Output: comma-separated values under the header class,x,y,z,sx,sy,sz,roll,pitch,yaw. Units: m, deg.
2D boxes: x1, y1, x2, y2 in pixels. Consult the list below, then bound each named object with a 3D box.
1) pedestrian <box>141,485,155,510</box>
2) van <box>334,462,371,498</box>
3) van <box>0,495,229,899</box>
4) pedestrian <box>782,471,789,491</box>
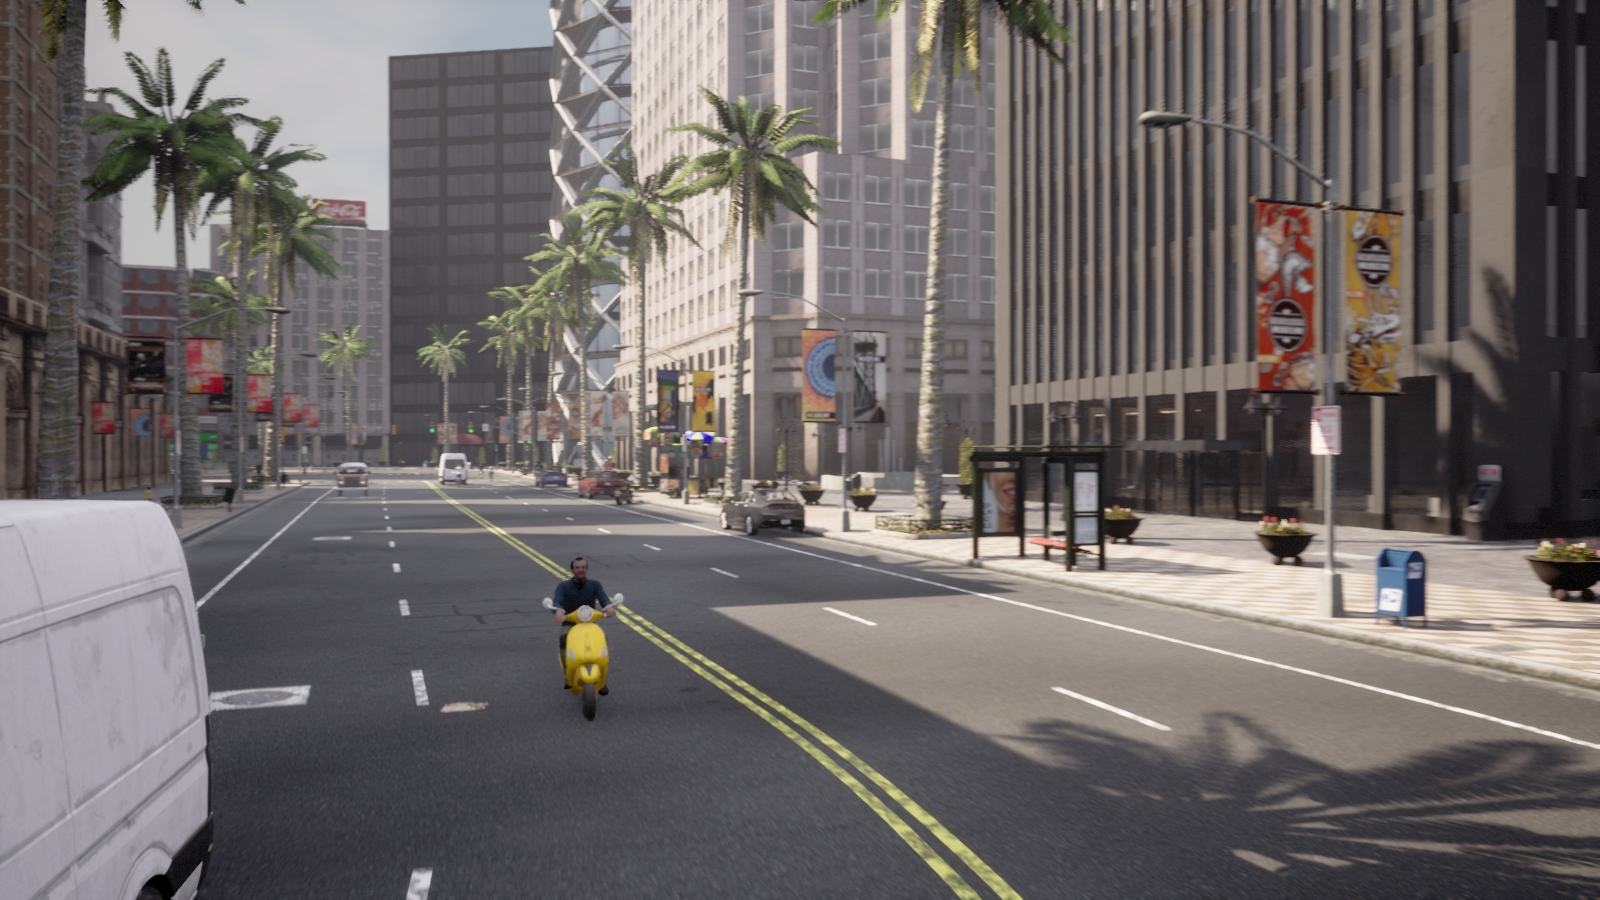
class,x,y,z,sx,sy,sz,roll,pitch,yaw
pedestrian,-28.904,2.103,50.646,0.500,1.100,0.500,0,0,-27
van,-27.504,1.808,70.299,2.069,2.038,4.480,0,0,-20
van,-3.763,1.538,3.551,1.988,2.561,5.915,0,0,-10
pedestrian,-0.916,1.994,73.560,0.375,1.300,0.375,0,0,-17
